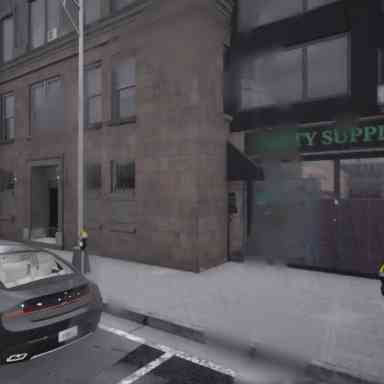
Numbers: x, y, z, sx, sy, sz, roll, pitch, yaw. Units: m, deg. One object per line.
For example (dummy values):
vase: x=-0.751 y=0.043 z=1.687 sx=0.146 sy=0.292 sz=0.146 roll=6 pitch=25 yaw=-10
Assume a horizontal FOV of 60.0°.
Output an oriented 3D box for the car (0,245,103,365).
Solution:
car: x=-3.335 y=1.550 z=5.457 sx=4.403 sy=1.369 sz=2.008 roll=0 pitch=0 yaw=36
